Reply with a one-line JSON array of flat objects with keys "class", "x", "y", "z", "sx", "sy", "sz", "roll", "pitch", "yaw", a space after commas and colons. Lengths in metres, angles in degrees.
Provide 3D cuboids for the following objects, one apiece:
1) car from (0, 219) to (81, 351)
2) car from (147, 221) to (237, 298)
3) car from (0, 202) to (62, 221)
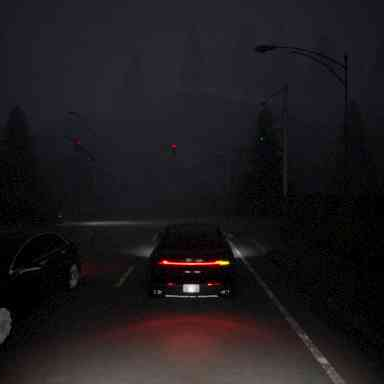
[{"class": "car", "x": -3.586, "y": 1.504, "z": 6.163, "sx": 1.837, "sy": 1.490, "sz": 4.892, "roll": 0, "pitch": 0, "yaw": 0}, {"class": "car", "x": 0.028, "y": 1.505, "z": 8.477, "sx": 1.837, "sy": 1.490, "sz": 4.892, "roll": 0, "pitch": 0, "yaw": 1}, {"class": "car", "x": -11.995, "y": 1.491, "z": 24.073, "sx": 4.902, "sy": 1.511, "sz": 2.128, "roll": 0, "pitch": 0, "yaw": 1}]
